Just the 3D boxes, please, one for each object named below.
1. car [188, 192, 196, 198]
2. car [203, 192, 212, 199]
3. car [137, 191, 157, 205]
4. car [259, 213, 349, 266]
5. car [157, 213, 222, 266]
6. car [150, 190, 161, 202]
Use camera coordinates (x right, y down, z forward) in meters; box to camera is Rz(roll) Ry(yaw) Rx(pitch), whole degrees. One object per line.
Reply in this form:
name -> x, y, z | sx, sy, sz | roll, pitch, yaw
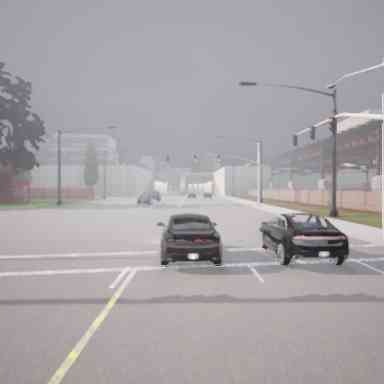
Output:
car -> -0.001, 0.707, 75.097 | 1.812, 1.442, 4.674 | 0, 1, 0
car -> 3.499, 0.658, 75.096 | 1.882, 1.535, 5.008 | 0, 1, 0
car -> -7.033, 1.082, 49.706 | 2.128, 1.511, 4.902 | 0, 1, 0
car -> 3.598, 1.464, 11.480 | 2.128, 1.511, 4.902 | 0, 0, 0
car -> -0.144, 1.477, 11.495 | 1.837, 1.490, 4.892 | 0, 1, -4
car -> -7.007, 0.676, 61.668 | 2.150, 2.045, 5.566 | 0, 0, 0
